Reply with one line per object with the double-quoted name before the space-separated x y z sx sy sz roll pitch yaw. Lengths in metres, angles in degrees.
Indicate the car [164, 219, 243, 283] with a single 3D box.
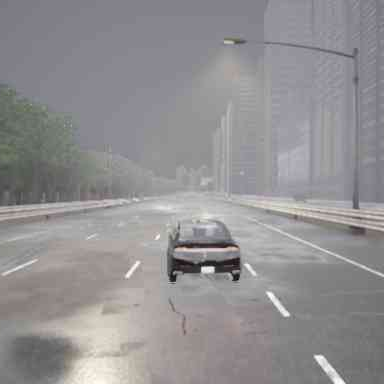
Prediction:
"car" 0.222 1.538 9.883 2.128 1.511 4.902 0 0 -3
